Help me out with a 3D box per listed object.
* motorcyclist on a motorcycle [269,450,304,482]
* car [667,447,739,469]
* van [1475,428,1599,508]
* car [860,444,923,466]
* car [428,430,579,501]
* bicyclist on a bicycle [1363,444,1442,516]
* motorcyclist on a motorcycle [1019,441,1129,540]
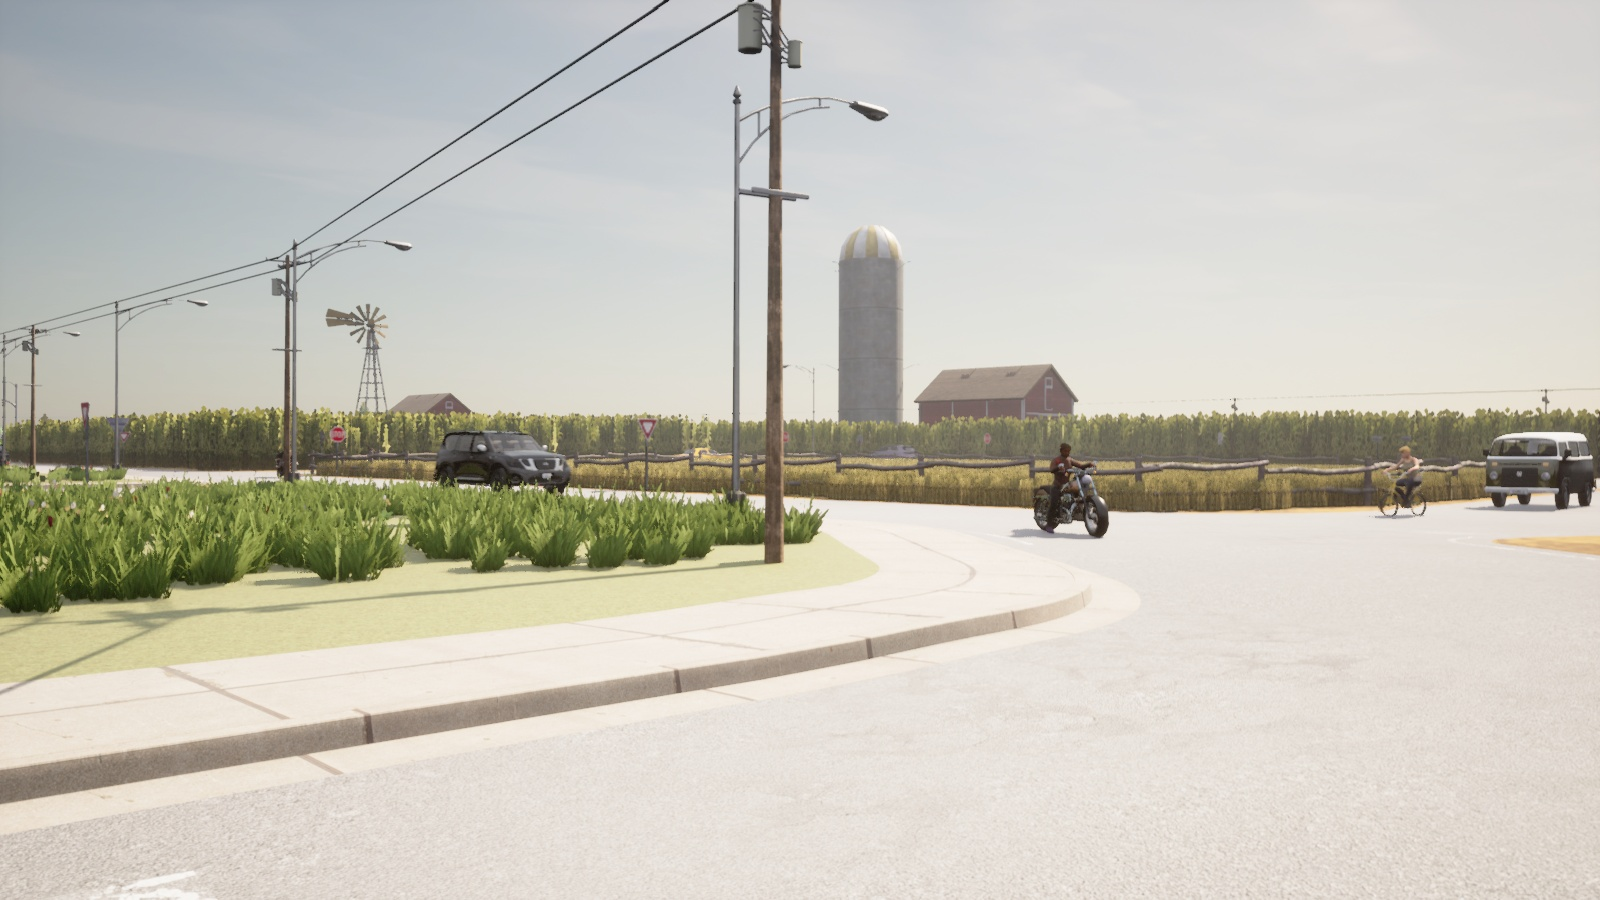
[{"bbox_3d":[-25.100,0.754,61.342,0.866,1.530,2.191,0,0,-43],"label":"motorcyclist on a motorcycle"},{"bbox_3d":[-7.164,0.571,92.873,5.366,1.575,1.801,-1,0,-43],"label":"car"},{"bbox_3d":[20.166,0.457,34.144,2.069,2.038,4.480,0,0,44],"label":"van"},{"bbox_3d":[7.152,0.394,98.942,2.033,1.649,4.856,0,1,-43],"label":"car"},{"bbox_3d":[-9.358,0.449,39.290,2.150,2.045,5.566,0,0,-43],"label":"car"},{"bbox_3d":[13.821,0.672,28.800,1.509,1.612,0.866,0,-1,-26],"label":"bicyclist on a bicycle"},{"bbox_3d":[4.775,0.669,22.069,0.766,1.649,2.350,0,0,-20],"label":"motorcyclist on a motorcycle"}]
